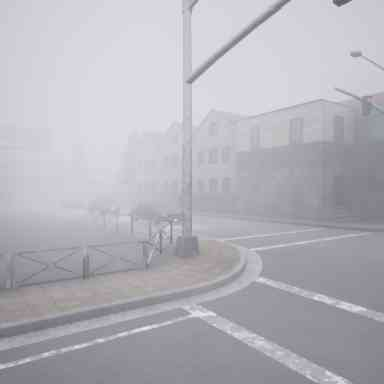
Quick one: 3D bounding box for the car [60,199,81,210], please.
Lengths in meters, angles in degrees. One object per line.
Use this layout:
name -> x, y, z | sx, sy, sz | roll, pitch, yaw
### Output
car -> -14.109, 1.425, 39.269 | 1.895, 1.301, 4.718 | 0, 0, -35

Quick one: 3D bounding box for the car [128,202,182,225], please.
car -> -2.549, 1.371, 22.874 | 2.033, 1.411, 5.357 | 0, 0, -35

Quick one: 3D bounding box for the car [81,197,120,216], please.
car -> -8.291, 1.315, 30.995 | 2.128, 1.511, 4.902 | 0, 0, -35

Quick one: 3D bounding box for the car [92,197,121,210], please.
car -> -10.476, 1.329, 40.454 | 1.837, 1.490, 4.892 | 0, 0, -35
